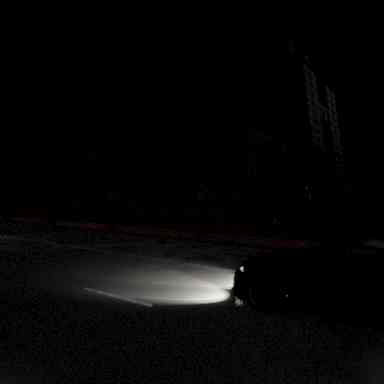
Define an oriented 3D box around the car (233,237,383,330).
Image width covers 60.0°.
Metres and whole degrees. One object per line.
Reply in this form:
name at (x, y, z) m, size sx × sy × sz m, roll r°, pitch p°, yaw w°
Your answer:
car at (2.882, 1.566, 6.235) m, size 4.181 × 1.385 × 1.994 m, roll 0°, pitch 0°, yaw 35°
